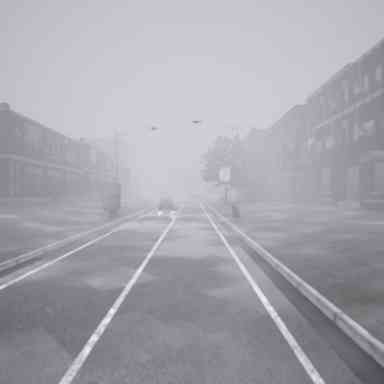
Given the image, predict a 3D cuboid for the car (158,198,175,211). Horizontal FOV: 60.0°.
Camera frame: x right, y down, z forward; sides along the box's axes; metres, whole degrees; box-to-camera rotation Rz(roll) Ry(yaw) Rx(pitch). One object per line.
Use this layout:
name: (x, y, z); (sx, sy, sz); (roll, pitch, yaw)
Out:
car: (-3.081, 1.484, 40.894); (1.837, 1.490, 4.892); (0, 0, 0)

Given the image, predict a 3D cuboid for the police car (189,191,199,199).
police car: (0.919, 0.984, 88.777); (1.930, 1.638, 5.238); (0, 0, 0)
